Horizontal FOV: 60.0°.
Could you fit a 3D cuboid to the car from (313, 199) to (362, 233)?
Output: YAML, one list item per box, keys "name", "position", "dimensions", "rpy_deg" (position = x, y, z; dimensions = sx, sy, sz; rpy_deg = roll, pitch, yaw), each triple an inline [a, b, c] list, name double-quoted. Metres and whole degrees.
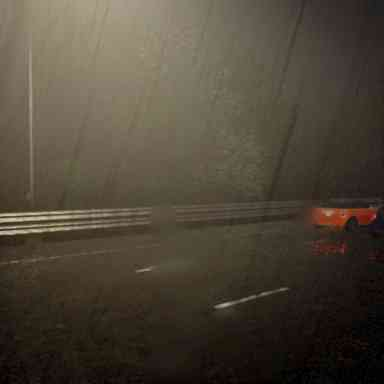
- name: "car"
  position: [8.871, 1.166, 18.640]
  dimensions: [4.553, 1.767, 2.097]
  rpy_deg: [-1, 1, -35]

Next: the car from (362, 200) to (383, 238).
- name: "car"
  position: [10.164, 1.176, 15.266]
  dimensions: [4.553, 1.767, 2.097]
  rpy_deg: [-1, 0, -35]
